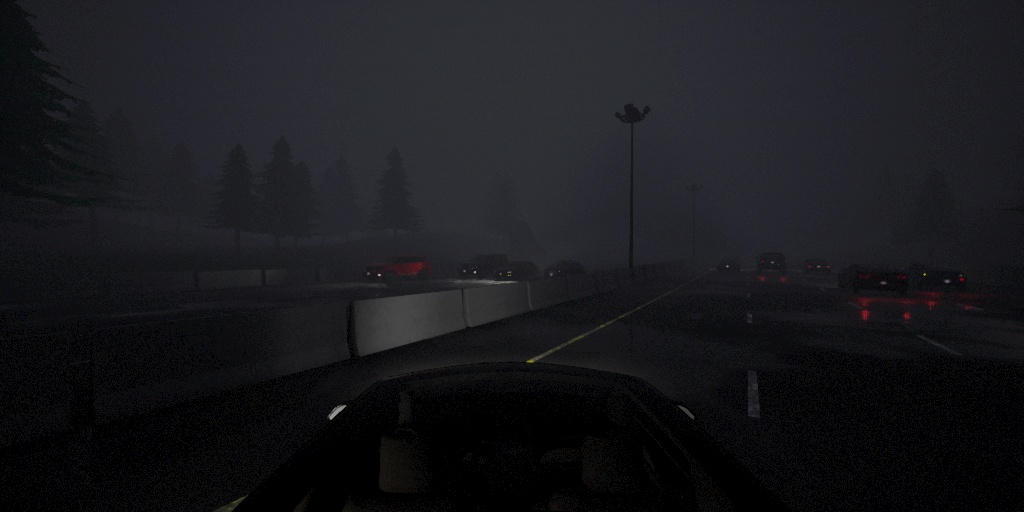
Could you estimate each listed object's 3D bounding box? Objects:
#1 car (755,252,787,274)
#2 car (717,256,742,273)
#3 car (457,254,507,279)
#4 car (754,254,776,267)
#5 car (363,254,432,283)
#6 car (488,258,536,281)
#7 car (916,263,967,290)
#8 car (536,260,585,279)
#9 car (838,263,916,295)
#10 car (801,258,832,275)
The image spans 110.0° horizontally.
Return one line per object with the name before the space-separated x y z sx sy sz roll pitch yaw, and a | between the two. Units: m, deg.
car | 24.829 0.628 34.400 2.150 2.045 5.566 0 1 33
car | 22.280 0.956 36.899 1.994 1.385 4.181 0 1 33
car | -2.366 0.851 31.539 2.150 2.045 5.566 0 1 33
car | 33.008 0.584 46.882 2.128 1.511 4.902 0 1 33
car | -8.816 0.904 28.100 2.150 2.045 5.566 0 0 33
car | 0.448 1.140 29.444 1.837 1.490 4.892 0 1 33
car | 24.409 1.111 20.980 1.812 1.442 4.674 0 1 33
car | 4.284 1.112 28.905 2.128 1.511 4.902 0 1 33
car | 18.932 1.113 19.004 1.882 1.535 5.008 0 0 33
car | 28.392 0.935 33.492 2.033 1.411 5.357 0 1 36
